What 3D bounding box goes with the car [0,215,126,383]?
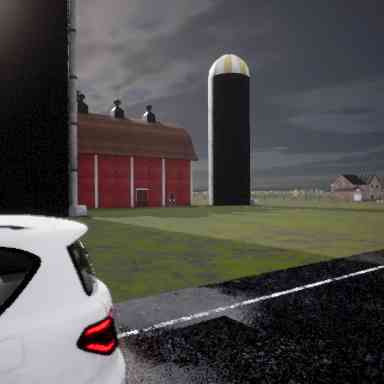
[{"bbox_3d":[-3.132,1.222,1.755,5.566,2.045,2.150,0,0,-35],"label":"car"}]
